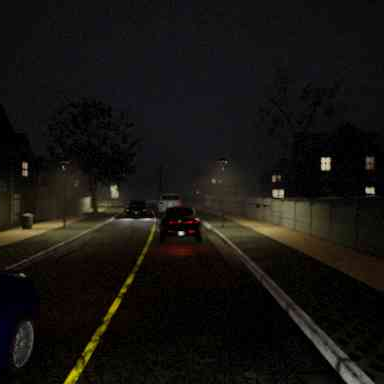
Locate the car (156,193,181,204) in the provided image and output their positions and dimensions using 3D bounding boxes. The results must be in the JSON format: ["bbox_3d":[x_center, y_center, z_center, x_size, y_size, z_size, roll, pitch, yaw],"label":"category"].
[{"bbox_3d":[-2.183,1.148,31.786,2.150,2.045,5.566,0,0,-7],"label":"car"}]

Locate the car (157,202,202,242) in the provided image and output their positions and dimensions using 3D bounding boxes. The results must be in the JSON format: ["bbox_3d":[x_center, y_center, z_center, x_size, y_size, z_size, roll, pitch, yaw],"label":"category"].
[{"bbox_3d":[-0.588,1.420,15.905,1.837,1.490,4.892,0,0,-4],"label":"car"}]

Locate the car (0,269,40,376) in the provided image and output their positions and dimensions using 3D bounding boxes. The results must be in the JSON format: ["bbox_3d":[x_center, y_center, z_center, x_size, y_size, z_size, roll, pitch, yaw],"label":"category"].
[{"bbox_3d":[-2.949,1.507,2.808,1.812,1.442,4.674,0,1,-1],"label":"car"}]

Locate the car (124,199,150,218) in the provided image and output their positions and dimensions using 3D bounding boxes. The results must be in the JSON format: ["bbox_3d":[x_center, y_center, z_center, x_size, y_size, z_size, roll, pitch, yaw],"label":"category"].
[{"bbox_3d":[-4.771,1.427,29.095,1.837,1.490,4.892,0,0,-7],"label":"car"}]
